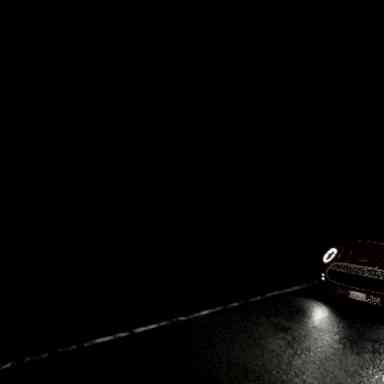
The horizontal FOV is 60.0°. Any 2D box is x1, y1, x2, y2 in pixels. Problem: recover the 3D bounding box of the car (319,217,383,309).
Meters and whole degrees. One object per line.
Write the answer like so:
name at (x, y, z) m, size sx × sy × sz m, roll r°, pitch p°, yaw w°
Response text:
car at (4.907, 1.337, 7.489) m, size 4.553 × 1.767 × 2.097 m, roll 0°, pitch 0°, yaw -35°
